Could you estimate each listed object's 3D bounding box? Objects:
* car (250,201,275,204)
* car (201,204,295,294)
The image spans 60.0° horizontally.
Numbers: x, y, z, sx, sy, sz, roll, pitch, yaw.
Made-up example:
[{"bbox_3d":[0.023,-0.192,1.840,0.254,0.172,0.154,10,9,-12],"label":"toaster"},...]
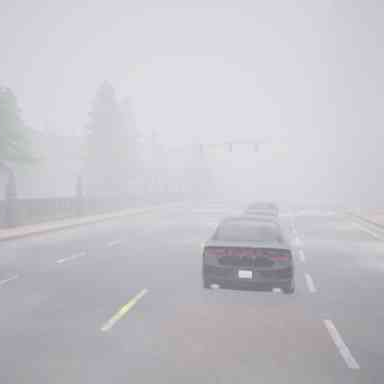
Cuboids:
[{"bbox_3d":[3.877,1.192,18.330,2.033,1.411,5.357,0,1,15],"label":"car"},{"bbox_3d":[1.493,1.312,8.530,1.882,1.535,5.008,0,1,12],"label":"car"}]
